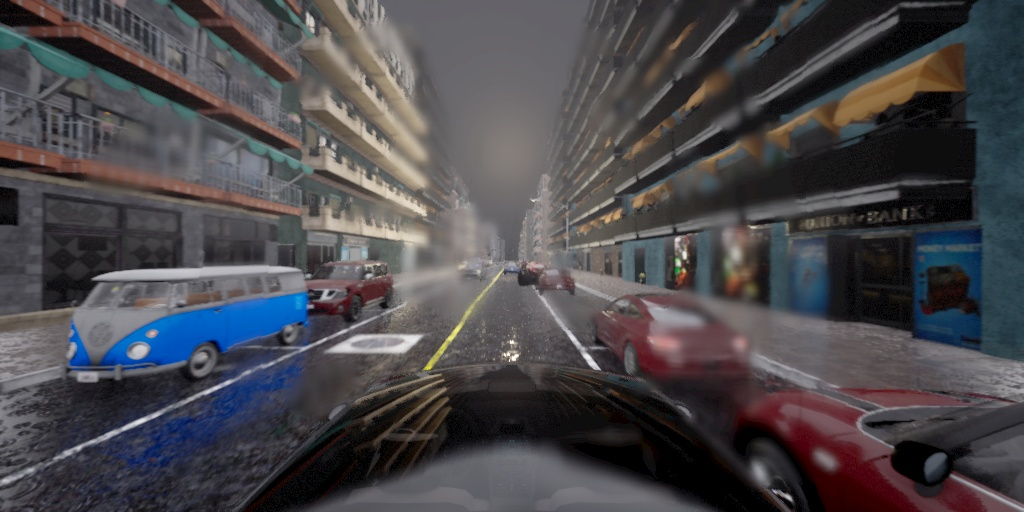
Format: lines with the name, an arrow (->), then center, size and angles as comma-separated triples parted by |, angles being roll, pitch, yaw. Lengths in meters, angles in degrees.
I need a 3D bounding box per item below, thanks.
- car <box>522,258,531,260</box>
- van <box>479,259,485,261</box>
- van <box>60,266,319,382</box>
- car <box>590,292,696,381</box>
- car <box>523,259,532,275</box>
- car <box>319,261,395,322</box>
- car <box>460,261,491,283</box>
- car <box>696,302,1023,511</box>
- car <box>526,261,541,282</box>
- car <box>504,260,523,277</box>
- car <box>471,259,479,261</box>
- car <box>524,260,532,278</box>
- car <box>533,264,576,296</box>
car -> 2.665, 1.340, 63.503 | 2.192, 1.841, 5.009 | 0, 0, 0
van -> -5.714, 1.332, 57.862 | 1.690, 1.789, 3.998 | 0, 0, 0
van -> -5.693, 1.104, 6.909 | 1.690, 1.789, 3.998 | 0, 0, 0
car -> 2.688, 1.346, 6.891 | 1.802, 1.307, 4.207 | 0, 0, 0
car -> 2.671, 1.455, 46.689 | 1.751, 1.417, 4.829 | 0, 0, 0
car -> -5.695, 1.099, 12.568 | 2.192, 1.841, 5.009 | 0, 0, 0
car -> -3.110, 1.403, 29.775 | 2.033, 1.411, 5.357 | 0, 0, 0
car -> 2.690, 1.189, 1.228 | 1.967, 1.591, 4.097 | 0, 0, 0
car -> 2.676, 1.424, 35.197 | 1.888, 1.381, 4.507 | 0, 0, 0
car -> 0.029, 1.478, 43.232 | 1.994, 1.385, 4.181 | 0, 0, 1
car -> -5.709, 1.455, 46.370 | 1.751, 1.417, 4.829 | 0, 0, 0
car -> 2.674, 1.448, 40.862 | 1.888, 1.381, 4.507 | 0, 0, 0
car -> 2.344, 1.339, 19.840 | 1.812, 1.442, 4.674 | 0, 0, 0
